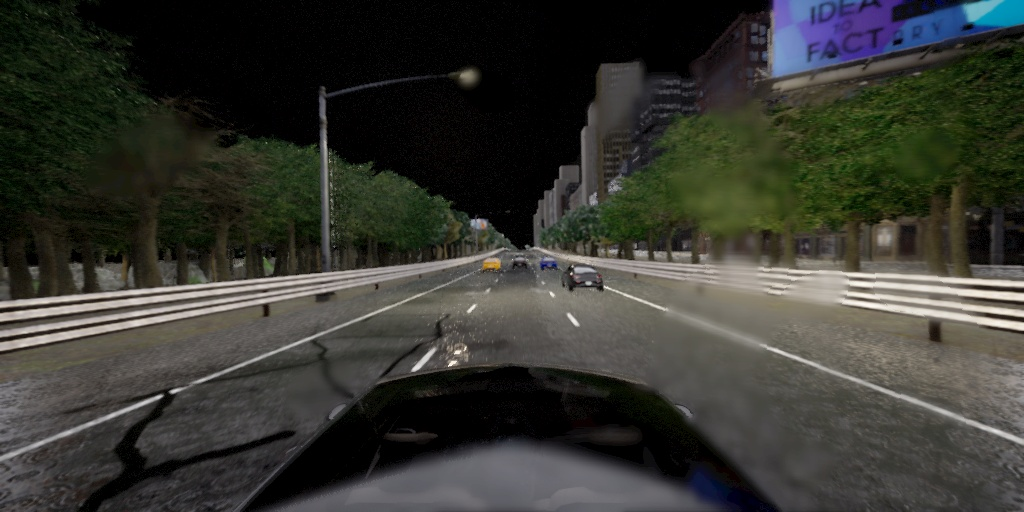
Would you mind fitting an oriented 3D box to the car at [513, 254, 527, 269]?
[{"bbox_3d":[1.066,0.874,48.586,1.882,1.535,5.008,-1,1,2],"label":"car"}]

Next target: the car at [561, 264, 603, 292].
[{"bbox_3d":[3.934,1.193,20.452,1.812,1.442,4.674,-1,0,1],"label":"car"}]

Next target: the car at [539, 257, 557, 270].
[{"bbox_3d":[4.501,0.874,44.861,1.882,1.535,5.008,-1,1,1],"label":"car"}]

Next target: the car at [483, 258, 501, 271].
[{"bbox_3d":[-2.495,1.013,45.016,1.882,1.535,5.008,-1,1,1],"label":"car"}]
